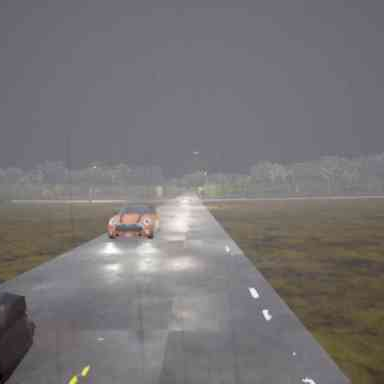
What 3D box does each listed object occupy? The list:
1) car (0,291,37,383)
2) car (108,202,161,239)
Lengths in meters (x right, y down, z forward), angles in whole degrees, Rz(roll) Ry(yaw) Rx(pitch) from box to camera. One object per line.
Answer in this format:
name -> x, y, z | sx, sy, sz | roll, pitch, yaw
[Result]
car -> -2.823, 1.546, 1.739 | 2.033, 1.411, 5.357 | 0, 0, 0
car -> -2.798, 1.326, 17.007 | 2.097, 1.767, 4.553 | 0, 0, 1
